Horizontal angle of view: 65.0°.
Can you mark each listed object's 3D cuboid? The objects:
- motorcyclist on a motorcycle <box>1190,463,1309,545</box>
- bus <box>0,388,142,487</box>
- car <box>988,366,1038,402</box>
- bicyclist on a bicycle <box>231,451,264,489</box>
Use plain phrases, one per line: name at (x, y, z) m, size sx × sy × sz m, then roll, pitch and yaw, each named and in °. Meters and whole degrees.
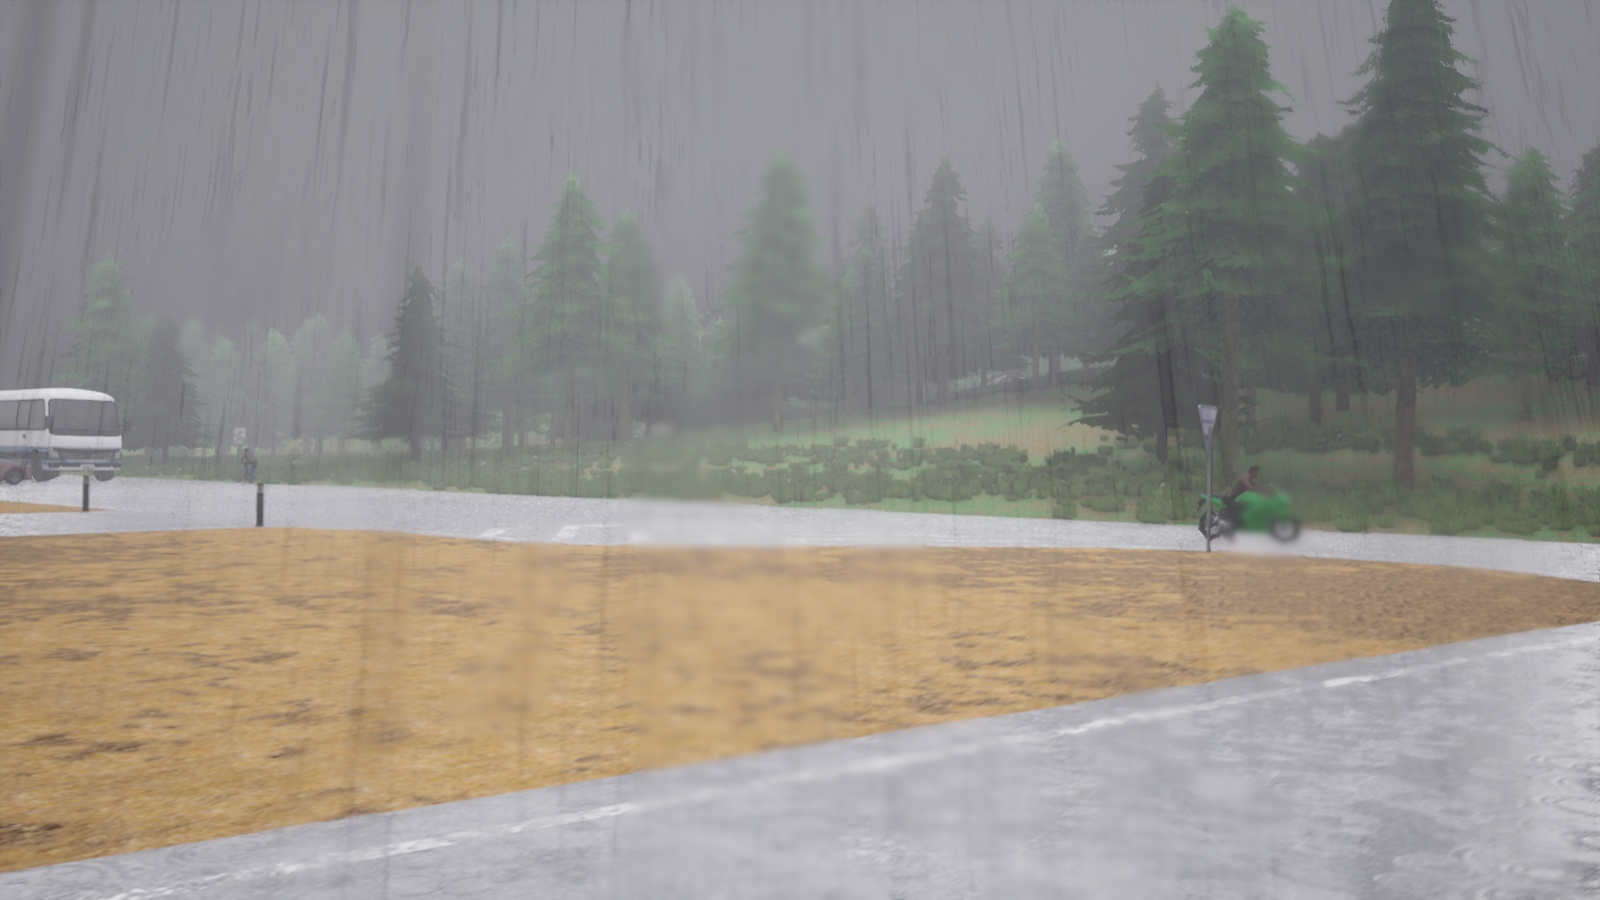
motorcyclist on a motorcycle at (8.811, 1.032, 24.668) m, size 2.044 × 1.523 × 0.797 m, roll 0°, pitch -1°, yaw 38°
bus at (-35.318, -0.547, 58.841) m, size 10.273 × 4.253 × 3.944 m, roll 0°, pitch -1°, yaw 38°
car at (14.953, -4.594, 88.278) m, size 1.932 × 1.855 × 4.605 m, roll 0°, pitch -5°, yaw -11°
bicyclist on a bicycle at (-23.971, 0.869, 54.466) m, size 1.656 × 1.620 × 0.582 m, roll 0°, pitch -1°, yaw 38°
